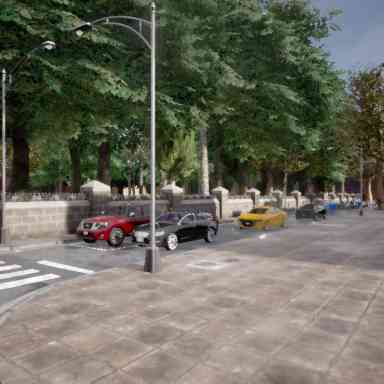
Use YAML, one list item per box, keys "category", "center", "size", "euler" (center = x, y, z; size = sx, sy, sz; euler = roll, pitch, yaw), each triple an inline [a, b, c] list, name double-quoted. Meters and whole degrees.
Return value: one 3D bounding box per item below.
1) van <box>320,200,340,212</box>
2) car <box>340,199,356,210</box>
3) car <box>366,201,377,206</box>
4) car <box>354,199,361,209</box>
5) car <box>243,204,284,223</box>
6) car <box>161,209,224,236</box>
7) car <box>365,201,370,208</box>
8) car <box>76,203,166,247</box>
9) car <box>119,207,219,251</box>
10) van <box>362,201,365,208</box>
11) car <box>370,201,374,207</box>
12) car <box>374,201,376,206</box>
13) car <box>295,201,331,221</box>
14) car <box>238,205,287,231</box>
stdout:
- category: "van"
  center: [19.249, 1.959, 47.109]
  size: [1.690, 1.788, 3.998]
  euler: [-1, -1, 36]
- category: "car"
  center: [25.622, 2.317, 55.946]
  size: [2.008, 1.369, 4.403]
  euler: [-1, -1, 36]
- category: "car"
  center: [44.349, 2.814, 81.975]
  size: [1.802, 1.307, 4.206]
  euler: [-1, -1, 36]
- category: "car"
  center: [28.808, 2.408, 60.365]
  size: [1.947, 1.339, 4.313]
  euler: [-1, -1, 36]
- category: "car"
  center: [6.405, 1.860, 29.286]
  size: [1.752, 1.417, 4.829]
  euler: [-1, -1, 36]
- category: "car"
  center: [0.133, 1.787, 20.582]
  size: [1.802, 1.307, 4.206]
  euler: [-1, -1, 36]
- category: "car"
  center: [35.081, 2.522, 69.069]
  size: [1.752, 1.417, 4.829]
  euler: [-1, -1, 36]
- category: "car"
  center: [-3.054, 1.457, 16.166]
  size: [2.192, 1.841, 5.009]
  euler: [-1, -1, 36]
- category: "car"
  center: [-0.630, 1.644, 15.170]
  size: [2.128, 1.511, 4.902]
  euler: [0, -1, 36]
- category: "van"
  center: [31.994, 2.261, 64.790]
  size: [1.690, 1.788, 3.998]
  euler: [-1, -1, 36]
- category: "car"
  center: [38.367, 2.645, 73.626]
  size: [1.947, 1.339, 4.313]
  euler: [-1, -1, 36]
- category: "car"
  center: [41.276, 2.704, 77.678]
  size: [2.008, 1.369, 4.403]
  euler: [-1, -1, 36]
- category: "car"
  center: [11.521, 1.881, 32.004]
  size: [1.882, 1.535, 5.008]
  euler: [0, -1, 36]
- category: "car"
  center: [4.942, 1.742, 22.898]
  size: [1.882, 1.535, 5.008]
  euler: [0, 0, 35]
